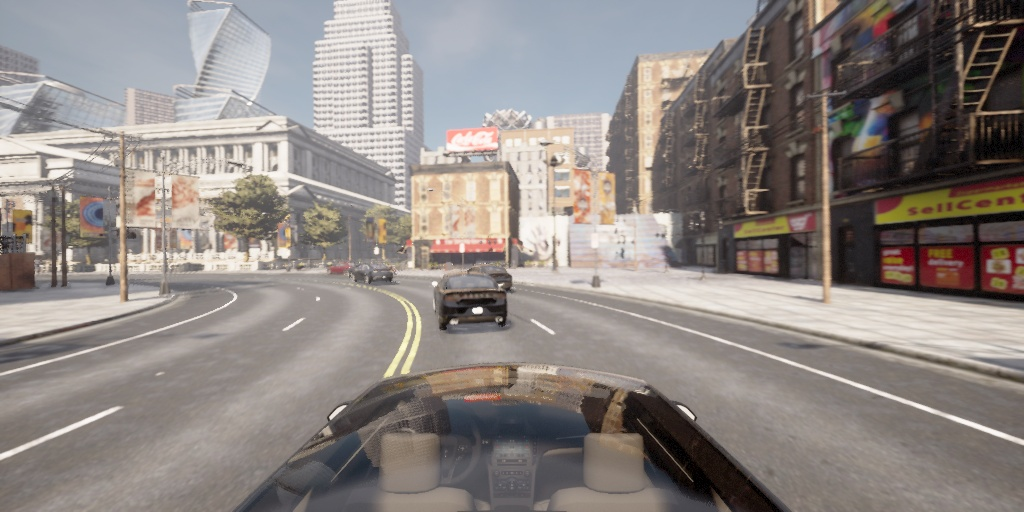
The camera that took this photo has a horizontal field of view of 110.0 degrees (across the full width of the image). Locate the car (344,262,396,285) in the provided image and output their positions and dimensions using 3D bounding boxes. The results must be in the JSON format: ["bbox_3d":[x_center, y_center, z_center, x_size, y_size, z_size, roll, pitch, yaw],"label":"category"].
[{"bbox_3d":[-10.891,1.352,27.789,2.128,1.511,4.902,-1,0,-42],"label":"car"}]

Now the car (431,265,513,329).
[{"bbox_3d":[-1.491,1.236,11.498,1.882,1.535,5.008,0,0,-14],"label":"car"}]

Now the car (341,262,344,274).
[{"bbox_3d":[-14.758,1.427,35.842,4.674,1.442,1.812,-1,0,38],"label":"car"}]

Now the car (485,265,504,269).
[{"bbox_3d":[-1.643,1.255,20.925,1.837,1.490,4.892,0,0,-27],"label":"car"}]
